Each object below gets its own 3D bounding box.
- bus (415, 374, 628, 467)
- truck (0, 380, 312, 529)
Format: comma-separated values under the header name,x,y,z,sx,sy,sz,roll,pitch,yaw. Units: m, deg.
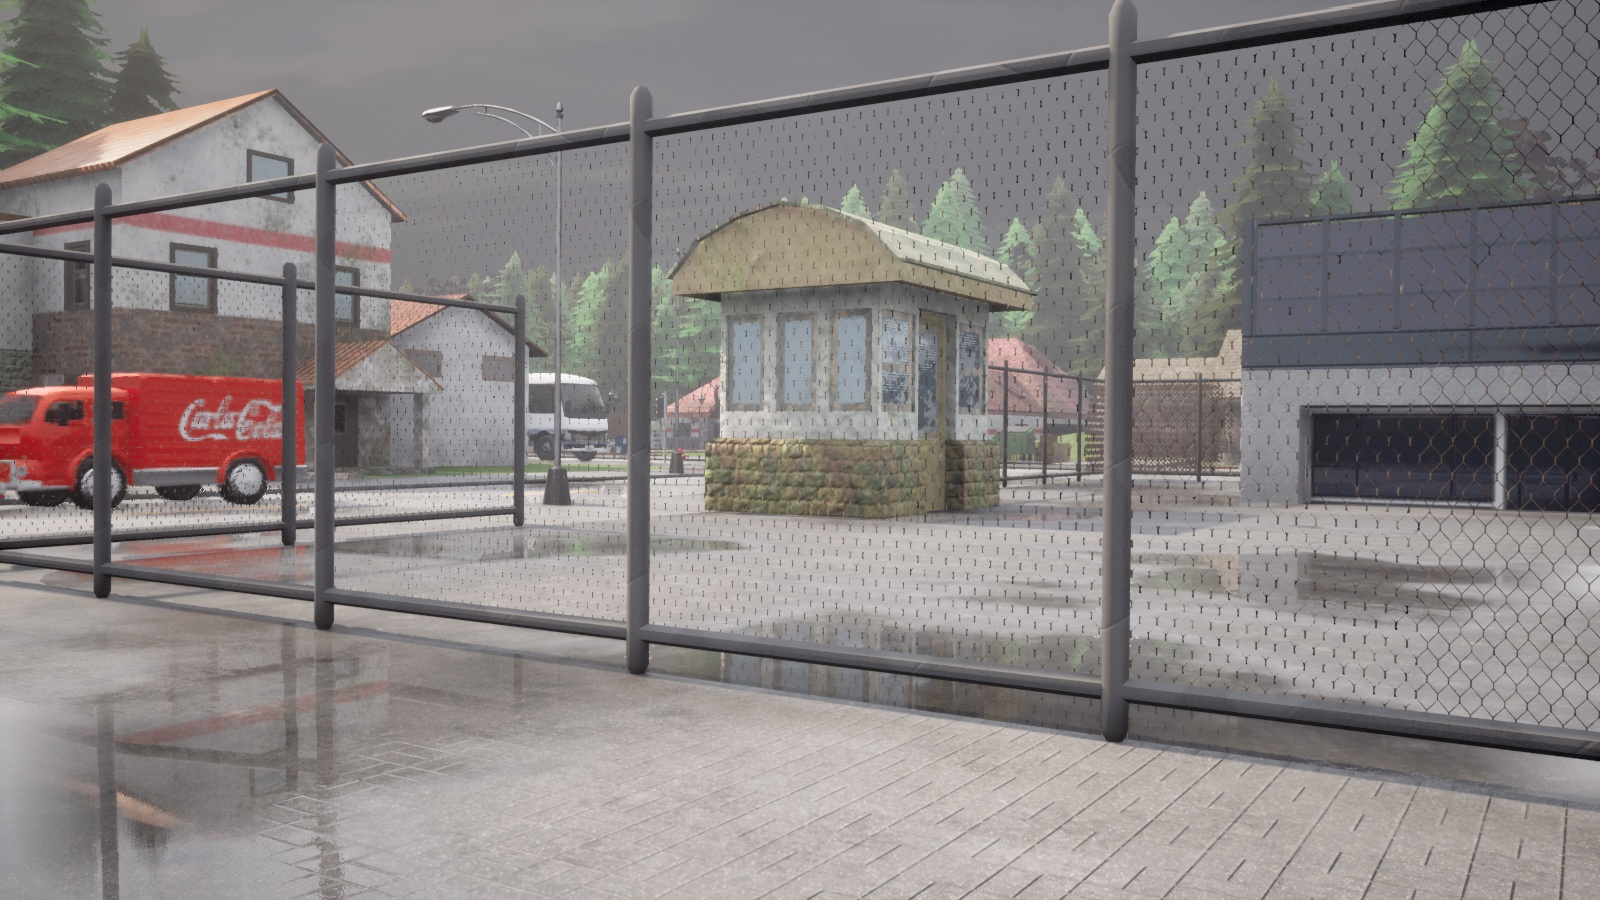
name,x,y,z,sx,sy,sz,roll,pitch,yaw
bus,-13.741,-1.362,61.640,10.273,4.253,3.944,0,1,31
truck,-12.255,0.034,23.576,2.627,2.467,5.204,0,1,32
